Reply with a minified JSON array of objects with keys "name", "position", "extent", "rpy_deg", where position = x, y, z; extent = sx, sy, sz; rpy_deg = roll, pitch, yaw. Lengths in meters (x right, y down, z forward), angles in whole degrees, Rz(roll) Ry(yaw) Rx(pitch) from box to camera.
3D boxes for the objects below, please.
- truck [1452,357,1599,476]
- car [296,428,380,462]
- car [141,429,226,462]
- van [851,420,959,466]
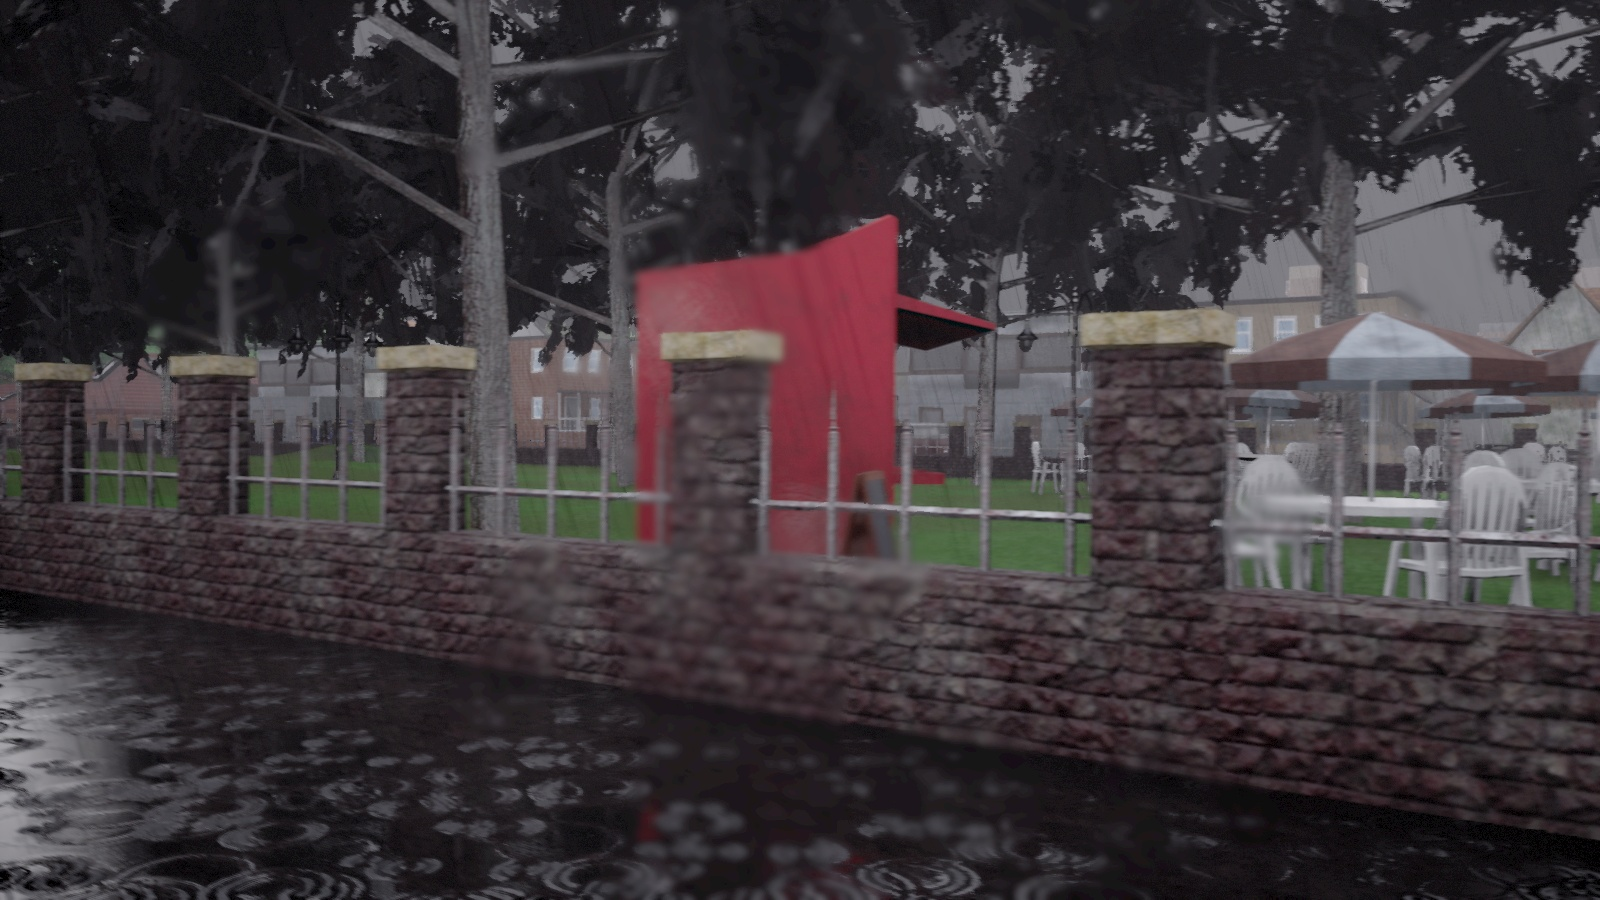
[{"name":"truck","position":[24.156,-0.983,37.673],"extent":[7.936,3.462,2.891],"rpy_deg":[0,1,33]},{"name":"car","position":[-28.516,-0.346,77.454],"extent":[5.566,2.045,2.150],"rpy_deg":[0,1,37]},{"name":"car","position":[-39.203,-0.284,79.828],"extent":[5.566,2.045,2.150],"rpy_deg":[0,1,32]},{"name":"van","position":[4.635,-0.315,55.492],"extent":[4.442,1.987,1.775],"rpy_deg":[0,1,34]}]
